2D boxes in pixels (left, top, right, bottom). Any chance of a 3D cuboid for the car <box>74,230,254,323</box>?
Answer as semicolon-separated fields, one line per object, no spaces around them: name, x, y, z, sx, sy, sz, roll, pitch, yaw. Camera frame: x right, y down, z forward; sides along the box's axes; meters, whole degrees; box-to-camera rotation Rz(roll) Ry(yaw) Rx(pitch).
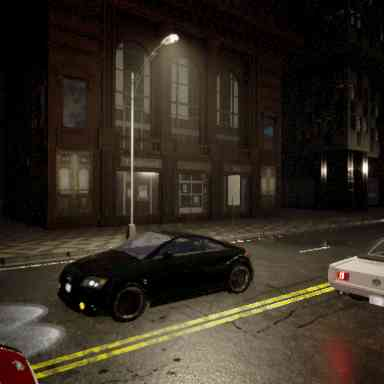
car;-0.630;1.564;7.230;4.181;1.385;1.994;0;0;-36

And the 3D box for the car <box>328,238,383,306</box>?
car;5.031;1.597;7.026;4.718;1.301;1.895;0;0;-35

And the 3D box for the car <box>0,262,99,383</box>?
car;-2.974;1.351;1.319;4.553;1.767;2.097;0;0;-35
